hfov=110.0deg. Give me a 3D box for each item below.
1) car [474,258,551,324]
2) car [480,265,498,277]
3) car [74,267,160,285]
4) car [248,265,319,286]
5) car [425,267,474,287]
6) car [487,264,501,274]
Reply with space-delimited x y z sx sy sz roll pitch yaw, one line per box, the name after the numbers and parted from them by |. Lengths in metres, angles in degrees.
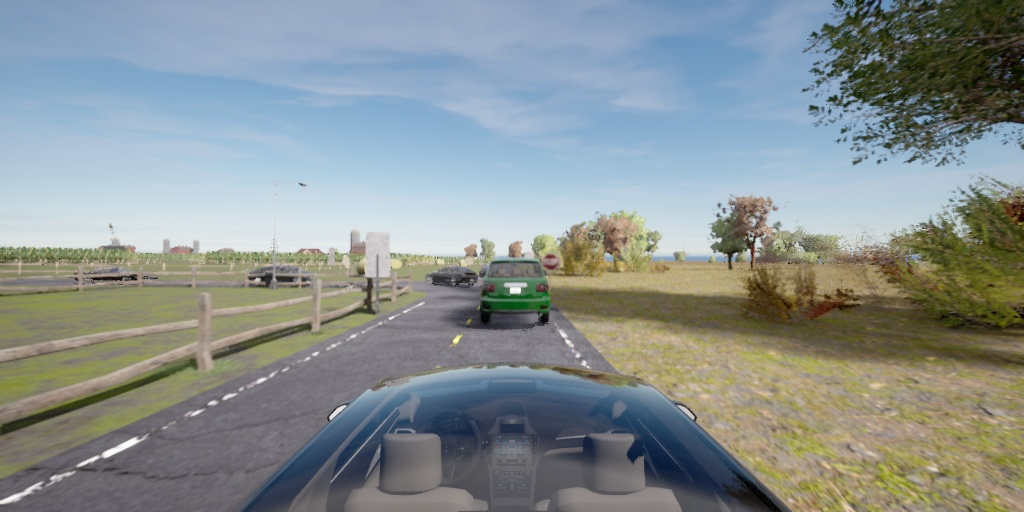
0.094 1.106 12.805 2.150 2.045 5.566 0 -1 0 | car
-2.835 1.870 45.132 1.994 1.385 4.181 0 -1 2 | car
-29.990 1.492 27.338 4.718 1.301 1.895 0 0 -1 | car
-17.404 1.483 27.470 4.892 1.490 1.837 1 0 -1 | car
-4.815 1.570 28.135 4.892 1.490 1.837 0 -3 41 | car
-2.823 2.024 57.611 2.033 1.411 5.357 0 -1 0 | car
